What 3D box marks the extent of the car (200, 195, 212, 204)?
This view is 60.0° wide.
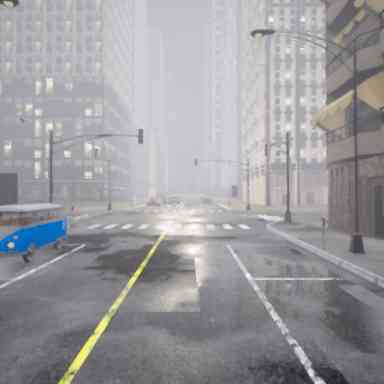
[{"bbox_3d":[2.719,1.514,60.954,1.802,1.307,4.206,1,0,0],"label":"car"}]

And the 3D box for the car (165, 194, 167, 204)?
[{"bbox_3d":[-5.663,1.520,55.319,1.802,1.307,4.206,1,0,0],"label":"car"}]

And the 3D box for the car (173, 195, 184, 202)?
[{"bbox_3d":[-2.982,1.444,72.922,2.128,1.511,4.902,0,0,0],"label":"car"}]

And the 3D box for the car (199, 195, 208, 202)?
[{"bbox_3d":[2.724,1.479,77.687,1.947,1.339,4.313,1,0,0],"label":"car"}]

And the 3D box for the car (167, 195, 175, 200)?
[{"bbox_3d":[-5.653,1.446,88.770,1.887,1.381,4.507,1,0,0],"label":"car"}]

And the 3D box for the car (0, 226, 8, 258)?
[{"bbox_3d":[-5.642,1.559,6.137,1.947,1.339,4.313,1,0,0],"label":"car"}]

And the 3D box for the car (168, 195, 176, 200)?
[{"bbox_3d":[-5.652,1.446,94.345,2.008,1.369,4.403,1,0,0],"label":"car"}]

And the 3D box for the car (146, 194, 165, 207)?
[{"bbox_3d":[-5.661,1.384,49.744,1.967,1.590,4.097,1,0,0],"label":"car"}]

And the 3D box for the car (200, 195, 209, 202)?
[{"bbox_3d":[2.724,1.445,72.280,1.752,1.417,4.829,1,0,0],"label":"car"}]

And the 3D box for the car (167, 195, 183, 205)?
[{"bbox_3d":[-3.034,1.413,57.608,1.882,1.535,5.008,0,0,0],"label":"car"}]

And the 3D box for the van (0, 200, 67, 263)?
[{"bbox_3d":[-5.806,1.328,11.678,1.690,1.788,3.998,1,0,0],"label":"van"}]

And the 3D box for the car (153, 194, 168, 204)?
[{"bbox_3d":[-5.656,1.247,60.894,2.192,1.841,5.009,1,0,0],"label":"car"}]

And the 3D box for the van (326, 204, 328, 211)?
[{"bbox_3d":[15.992,1.414,34.247,3.998,1.788,1.690,0,-1,0],"label":"van"}]
